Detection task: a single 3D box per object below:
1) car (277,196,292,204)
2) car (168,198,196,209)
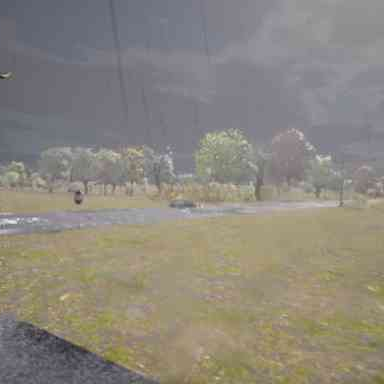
[{"bbox_3d":[21.249,1.771,76.008,2.097,1.767,4.553,2,1,36],"label":"car"},{"bbox_3d":[-1.340,1.573,44.888,1.994,1.385,4.181,2,1,36],"label":"car"}]
